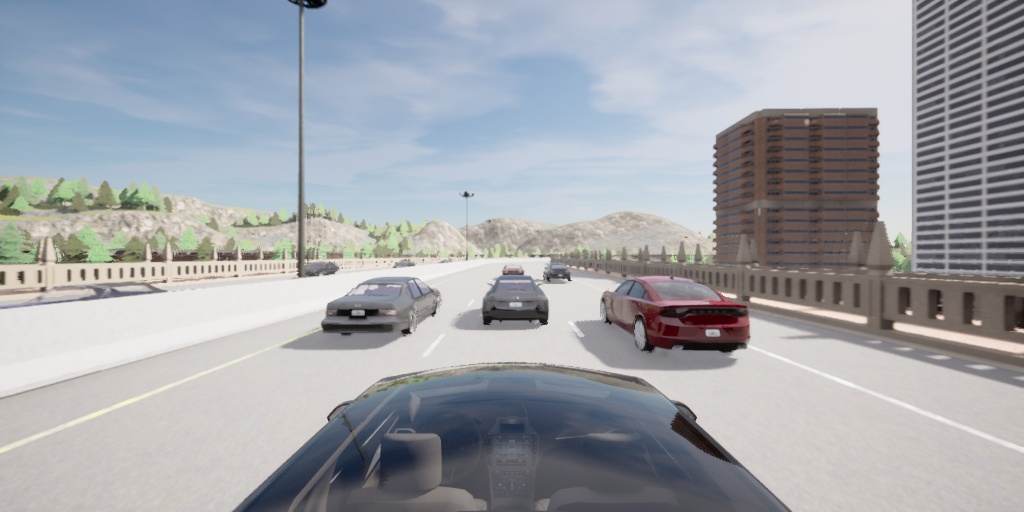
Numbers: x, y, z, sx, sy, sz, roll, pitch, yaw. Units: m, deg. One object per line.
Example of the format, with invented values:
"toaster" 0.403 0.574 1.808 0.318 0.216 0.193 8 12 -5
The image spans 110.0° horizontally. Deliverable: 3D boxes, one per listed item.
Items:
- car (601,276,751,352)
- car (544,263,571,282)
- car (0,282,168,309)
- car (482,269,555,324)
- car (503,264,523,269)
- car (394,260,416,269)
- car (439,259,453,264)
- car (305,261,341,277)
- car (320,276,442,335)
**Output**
"car" 3.602 1.228 8.904 1.882 1.535 5.008 0 0 0
"car" 3.608 1.278 28.983 1.812 1.442 4.674 0 0 0
"car" -10.597 1.352 8.941 1.895 1.301 4.718 0 0 0
"car" 0.103 1.315 11.925 1.994 1.385 4.181 0 0 0
"car" 0.109 1.354 31.760 1.895 1.301 4.718 0 0 0
"car" -14.031 1.247 47.145 2.128 1.511 4.902 0 0 1
"car" -10.493 1.249 57.823 2.128 1.511 4.902 0 0 0
"car" -17.576 1.259 32.937 1.837 1.490 4.892 0 0 0
"car" -3.397 1.298 10.432 2.033 1.411 5.357 0 0 0
